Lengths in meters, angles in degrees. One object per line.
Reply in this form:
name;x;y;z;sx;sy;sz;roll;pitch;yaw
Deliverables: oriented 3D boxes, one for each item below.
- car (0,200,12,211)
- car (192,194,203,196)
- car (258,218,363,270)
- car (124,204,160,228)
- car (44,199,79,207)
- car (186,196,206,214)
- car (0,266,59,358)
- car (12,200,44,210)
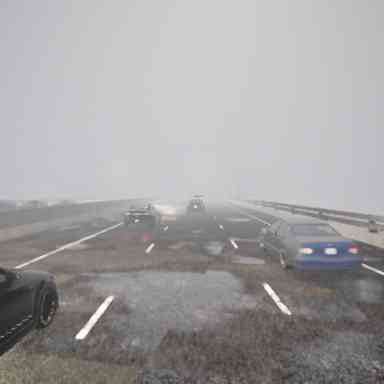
car;-20.602;1.604;35.982;1.994;1.385;4.181;0;0;1
car;0.943;1.305;52.287;2.150;2.045;5.566;0;0;2
car;3.543;1.556;10.988;2.033;1.411;5.357;0;0;0
car;-3.231;1.512;22.116;2.128;1.511;4.902;0;0;1
car;-13.599;1.536;35.958;2.128;1.511;4.902;0;0;1
car;0.428;1.540;36.015;2.163;1.488;4.792;0;0;1
car;-3.383;1.566;4.300;1.994;1.385;4.181;0;0;0
car;-17.097;1.581;36.059;1.812;1.442;4.674;0;0;1
